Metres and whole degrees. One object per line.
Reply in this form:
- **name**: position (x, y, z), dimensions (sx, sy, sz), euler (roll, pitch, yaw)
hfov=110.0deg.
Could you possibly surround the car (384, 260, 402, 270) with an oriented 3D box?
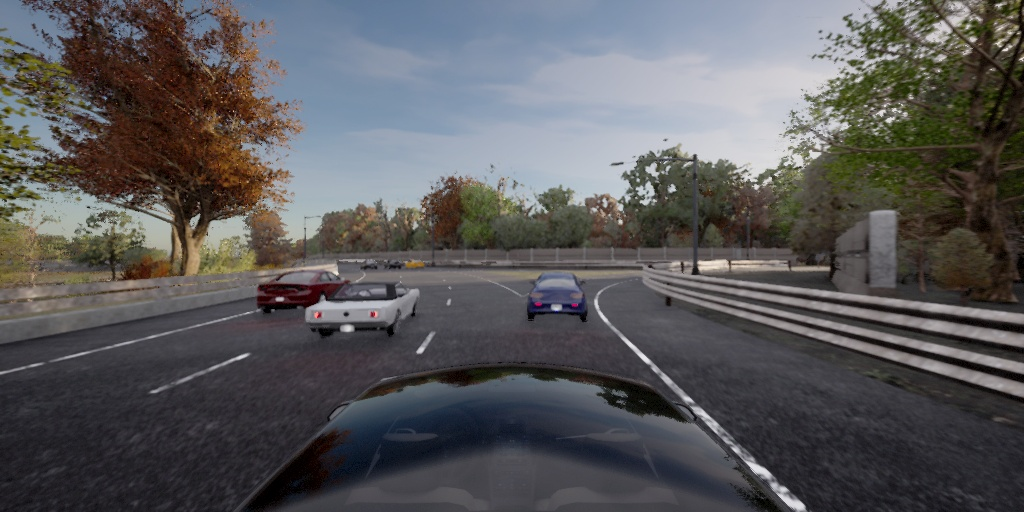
- **car**: position (-19.038, 1.370, 57.143), dimensions (1.837, 1.490, 4.892), euler (0, 0, -33)

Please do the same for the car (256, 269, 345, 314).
- **car**: position (-7.904, 1.268, 14.187), dimensions (1.882, 1.535, 5.008), euler (0, 0, -7)

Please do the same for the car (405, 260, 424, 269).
- **car**: position (-16.036, 1.332, 58.942), dimensions (1.882, 1.535, 5.008), euler (0, 0, -33)

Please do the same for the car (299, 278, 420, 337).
- **car**: position (-3.952, 1.373, 10.417), dimensions (1.895, 1.301, 4.718), euler (0, 0, -5)

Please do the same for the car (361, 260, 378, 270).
- **car**: position (-22.040, 1.401, 55.343), dimensions (1.812, 1.442, 4.674), euler (0, 0, -33)

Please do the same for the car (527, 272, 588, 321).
- **car**: position (1.572, 1.277, 12.372), dimensions (1.812, 1.442, 4.674), euler (0, 0, 8)
